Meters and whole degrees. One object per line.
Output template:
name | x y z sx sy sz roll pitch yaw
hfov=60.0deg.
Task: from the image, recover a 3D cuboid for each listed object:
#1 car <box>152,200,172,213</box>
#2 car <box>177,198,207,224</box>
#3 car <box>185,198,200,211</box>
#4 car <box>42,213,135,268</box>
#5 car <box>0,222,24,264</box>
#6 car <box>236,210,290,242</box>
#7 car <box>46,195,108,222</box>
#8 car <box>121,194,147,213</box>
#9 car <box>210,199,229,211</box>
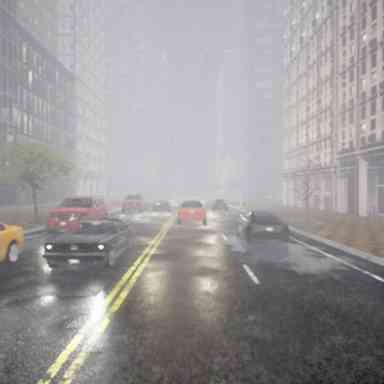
car | -3.262 1.589 37.372 1.994 1.385 4.181 0 0 1
car | 0.019 1.371 24.875 2.097 1.767 4.553 0 0 0
car | 0.075 1.551 42.611 1.812 1.442 4.674 0 0 0
car | -3.252 1.611 11.395 1.895 1.301 4.718 0 0 0
car | -6.501 1.486 8.985 1.882 1.535 5.008 0 0 0
car | 3.349 1.578 16.397 1.994 1.385 4.181 0 0 0
car | -6.503 1.238 19.556 2.150 2.045 5.566 0 0 0
car | -6.507 1.242 37.956 2.150 2.045 5.566 0 0 0
car | 3.343 1.550 40.741 1.812 1.442 4.674 0 0 0
